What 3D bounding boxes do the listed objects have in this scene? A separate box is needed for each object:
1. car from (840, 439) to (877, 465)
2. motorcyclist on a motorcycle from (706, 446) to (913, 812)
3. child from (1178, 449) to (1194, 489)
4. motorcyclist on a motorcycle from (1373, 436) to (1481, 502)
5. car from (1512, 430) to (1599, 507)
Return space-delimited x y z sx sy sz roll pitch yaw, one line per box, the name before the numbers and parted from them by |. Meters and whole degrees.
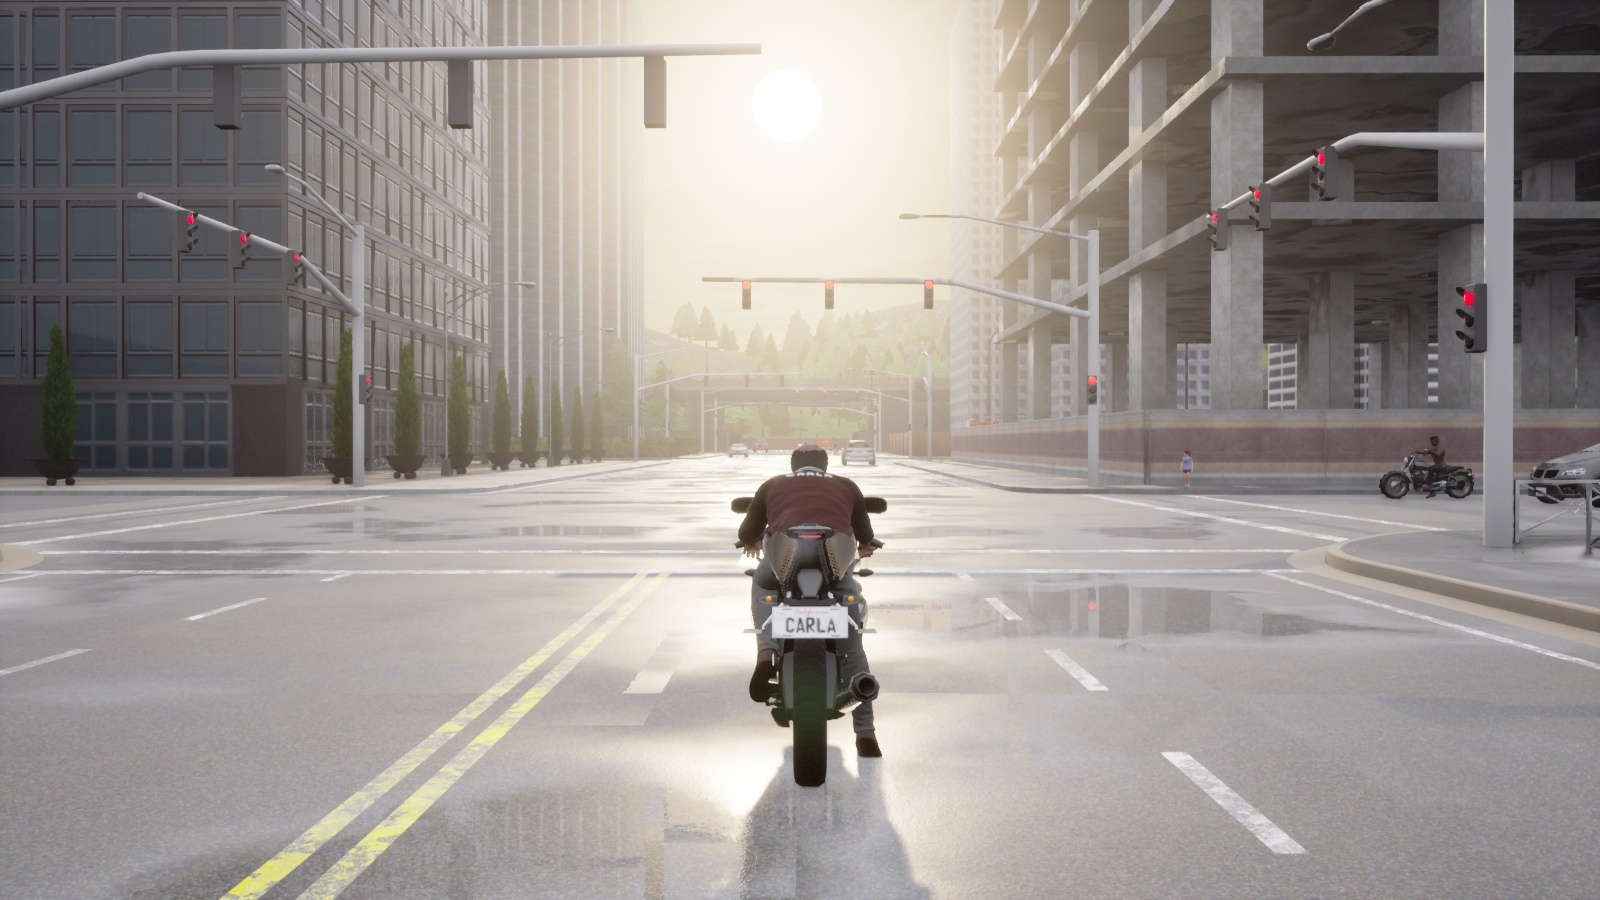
car | 3.933 0.114 85.024 2.242 1.667 4.611 0 0 0
motorcyclist on a motorcycle | 0.046 0.746 6.351 0.866 1.530 2.191 0 0 0
child | 10.751 0.534 34.942 0.394 1.110 0.255 0 0 -43
motorcyclist on a motorcycle | 15.918 0.474 31.900 2.350 1.649 0.766 0 0 0
car | 19.038 0.390 28.397 4.611 1.667 2.242 0 0 0
